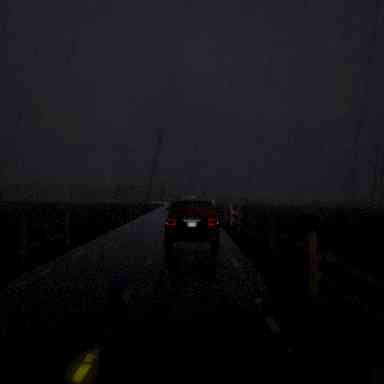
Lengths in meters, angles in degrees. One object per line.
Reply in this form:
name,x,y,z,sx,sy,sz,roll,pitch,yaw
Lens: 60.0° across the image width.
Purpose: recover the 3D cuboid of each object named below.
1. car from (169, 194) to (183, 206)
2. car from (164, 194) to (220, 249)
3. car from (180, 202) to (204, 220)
car,-2.750,1.340,57.622,2.150,2.045,5.566,0,0,0
car,0.000,1.260,14.680,2.150,2.045,5.566,0,0,0
car,0.000,1.622,29.681,1.895,1.301,4.718,0,0,0
